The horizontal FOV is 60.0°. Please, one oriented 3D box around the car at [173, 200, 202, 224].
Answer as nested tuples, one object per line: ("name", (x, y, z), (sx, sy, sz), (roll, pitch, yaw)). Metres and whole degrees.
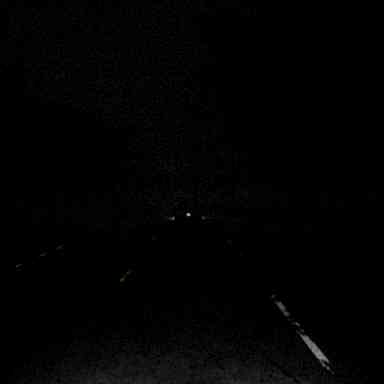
("car", (-0.320, 1.548, 24.895), (1.994, 1.385, 4.181), (0, 0, -2))
